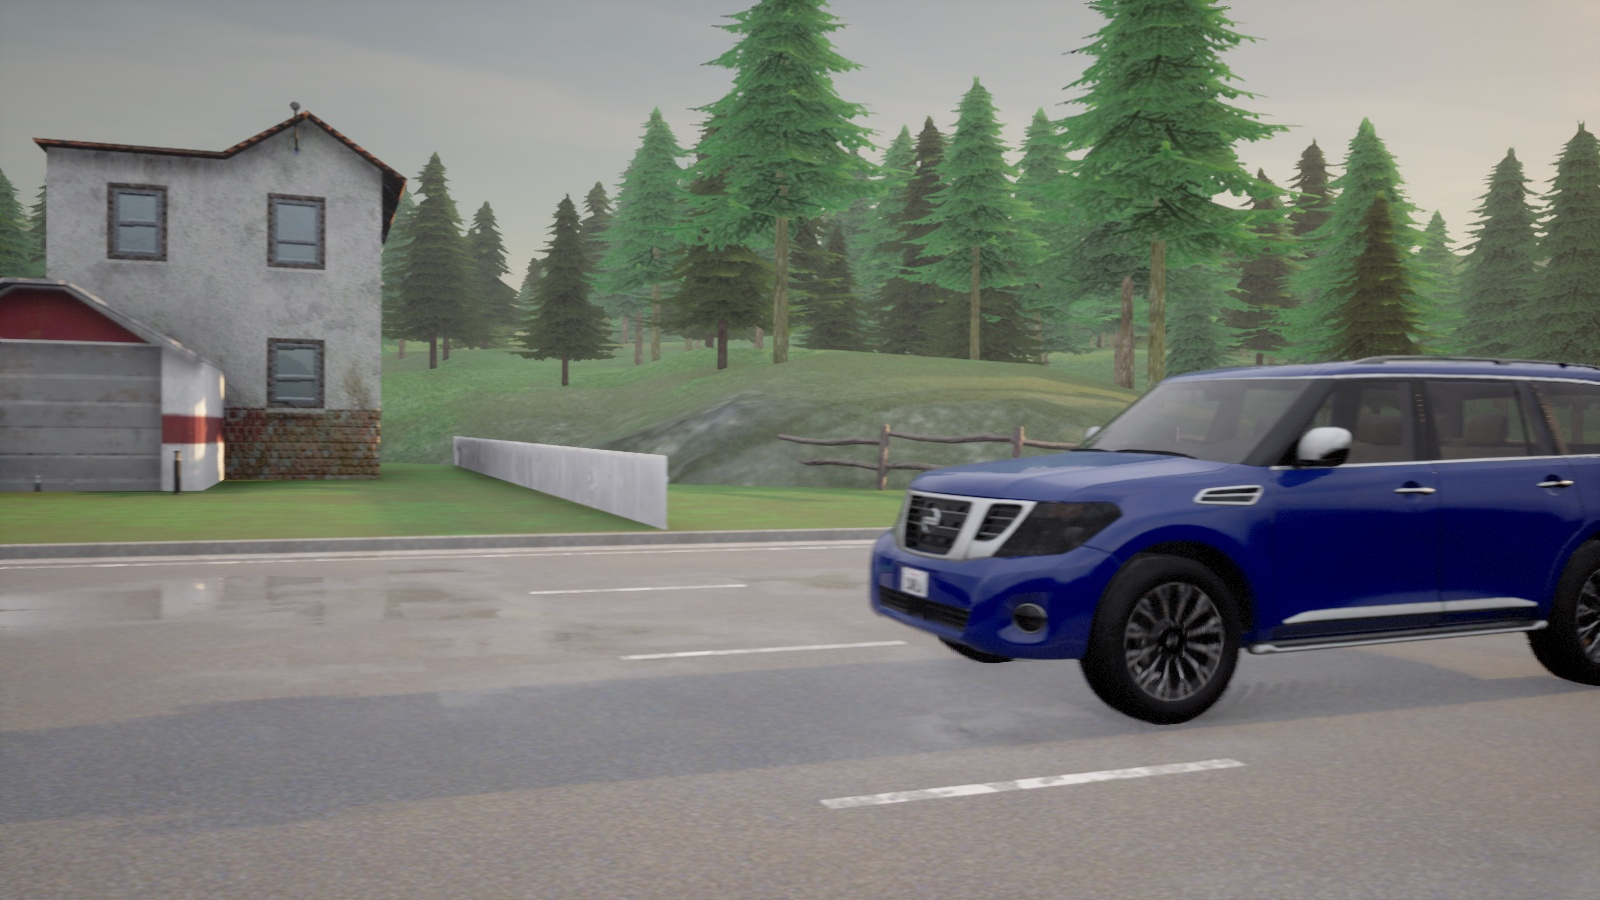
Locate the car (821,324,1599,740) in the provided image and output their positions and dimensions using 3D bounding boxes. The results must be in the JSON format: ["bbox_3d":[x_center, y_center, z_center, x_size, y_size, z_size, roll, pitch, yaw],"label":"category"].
[{"bbox_3d":[3.131,0.350,8.167,5.566,2.045,2.150,-1,1,-21],"label":"car"}]
